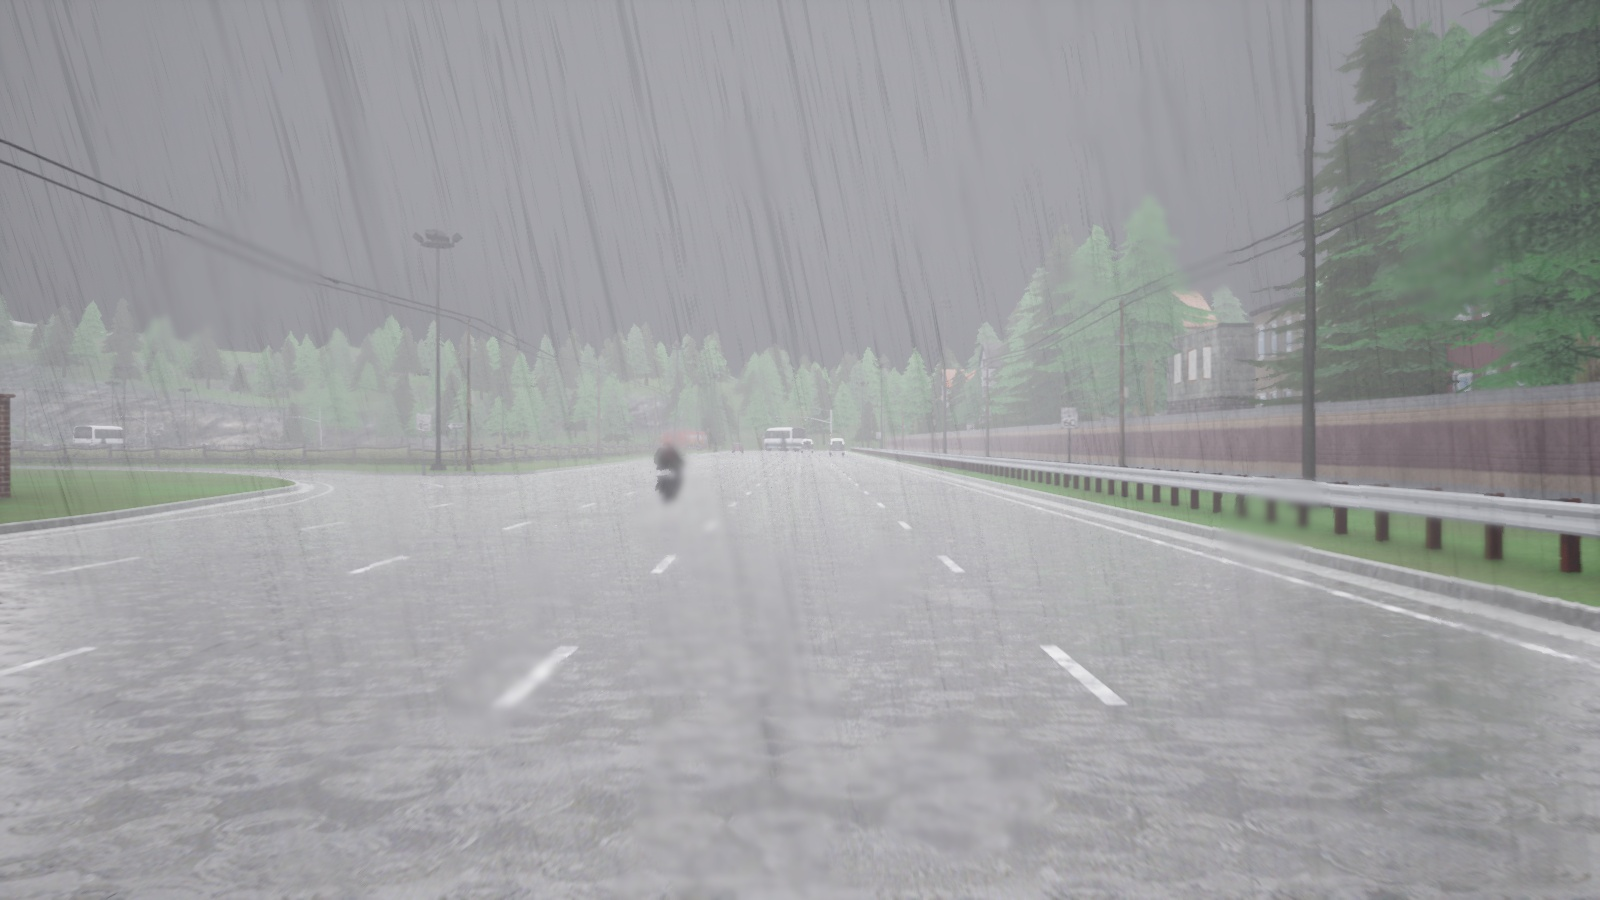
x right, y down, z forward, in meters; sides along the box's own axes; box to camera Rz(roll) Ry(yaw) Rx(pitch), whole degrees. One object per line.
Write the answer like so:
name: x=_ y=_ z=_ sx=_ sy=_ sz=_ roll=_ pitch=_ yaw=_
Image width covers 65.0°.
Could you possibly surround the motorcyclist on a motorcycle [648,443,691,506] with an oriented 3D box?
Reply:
motorcyclist on a motorcycle: x=-3.302 y=0.597 z=31.962 sx=0.866 sy=1.530 sz=2.191 roll=0 pitch=0 yaw=0
